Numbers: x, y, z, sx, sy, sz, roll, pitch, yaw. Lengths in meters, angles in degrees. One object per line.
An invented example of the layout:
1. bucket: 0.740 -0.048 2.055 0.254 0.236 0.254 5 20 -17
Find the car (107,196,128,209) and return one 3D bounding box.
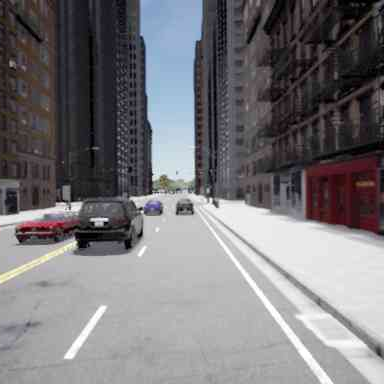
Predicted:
1. car: -10.972 1.493 49.200 2.097 1.767 4.553 -1 0 -1

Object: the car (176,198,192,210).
1. car: -1.090 1.552 45.834 2.033 1.411 5.357 -1 0 -1

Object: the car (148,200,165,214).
1. car: -4.018 1.572 35.506 1.812 1.442 4.674 -1 0 -1

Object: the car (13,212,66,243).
1. car: -6.987 1.685 16.775 1.895 1.301 4.718 -1 0 -1

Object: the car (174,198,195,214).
1. car: -0.755 1.507 35.139 1.837 1.490 4.892 -1 -1 -2

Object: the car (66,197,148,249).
1. car: -3.496 1.266 14.962 2.150 2.045 5.566 -1 0 -1
